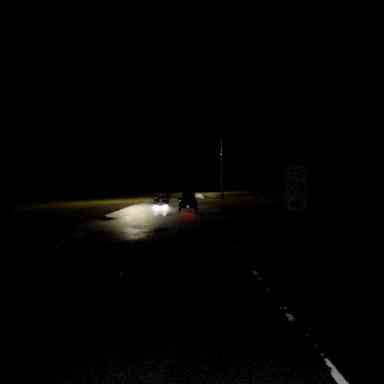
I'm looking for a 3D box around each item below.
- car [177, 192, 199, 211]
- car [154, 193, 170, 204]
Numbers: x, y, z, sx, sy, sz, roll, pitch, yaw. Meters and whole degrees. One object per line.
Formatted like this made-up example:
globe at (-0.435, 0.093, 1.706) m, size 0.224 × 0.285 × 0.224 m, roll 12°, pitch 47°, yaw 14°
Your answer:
car at (-0.384, 1.049, 33.081) m, size 1.837 × 1.490 × 4.892 m, roll 0°, pitch 1°, yaw 0°
car at (-4.079, 0.833, 45.625) m, size 2.128 × 1.511 × 4.902 m, roll 0°, pitch 1°, yaw -1°
